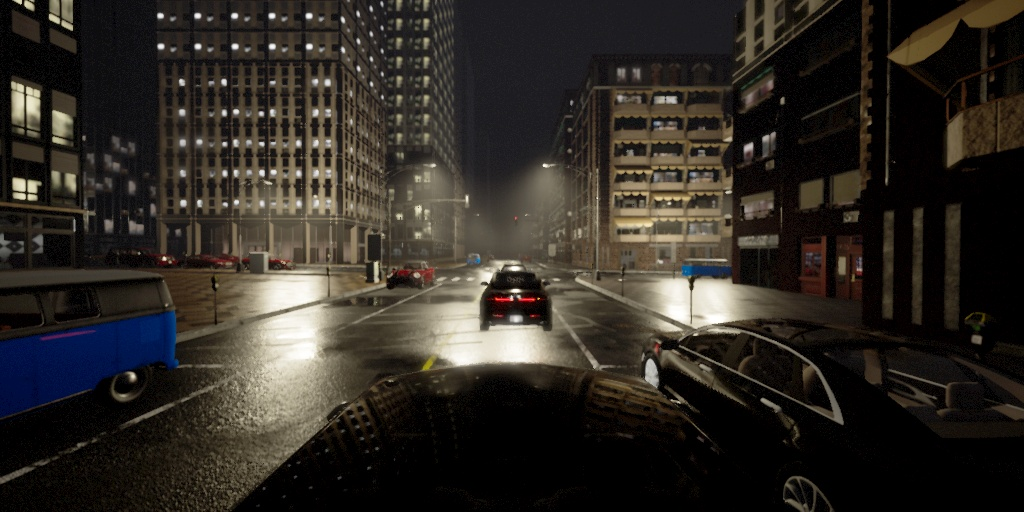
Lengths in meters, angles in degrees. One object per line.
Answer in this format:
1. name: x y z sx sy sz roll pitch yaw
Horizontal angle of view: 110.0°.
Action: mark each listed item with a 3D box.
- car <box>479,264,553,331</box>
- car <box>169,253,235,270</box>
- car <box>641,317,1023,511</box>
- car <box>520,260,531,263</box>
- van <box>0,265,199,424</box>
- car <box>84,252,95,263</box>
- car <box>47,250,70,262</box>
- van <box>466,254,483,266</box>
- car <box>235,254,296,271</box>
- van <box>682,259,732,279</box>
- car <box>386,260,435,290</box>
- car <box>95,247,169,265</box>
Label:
1. car: 0.105 1.163 10.584 1.837 1.490 4.892 0 1 0
2. car: -26.707 0.550 31.214 4.207 1.307 1.802 0 0 0
3. car: 2.692 1.282 3.506 2.007 1.370 4.403 0 0 0
4. car: 0.108 1.132 19.376 1.994 1.385 4.181 0 1 0
5. van: -5.688 1.072 3.511 1.690 1.789 3.998 0 0 0
6. car: -43.682 0.072 39.561 4.829 1.417 1.751 0 0 0
7. car: -49.088 0.005 39.550 4.313 1.339 1.948 0 0 0
8. van: -5.666 0.572 52.928 1.690 1.789 3.998 0 0 0
9. car: -21.133 0.515 31.225 4.097 1.591 1.967 0 0 0
10. van: 16.926 1.150 31.165 3.998 1.789 1.690 0 0 0
11. car: -5.681 0.997 20.455 1.967 1.591 4.097 0 0 0
12. car: -32.281 0.175 31.203 5.009 1.841 2.192 0 0 0
